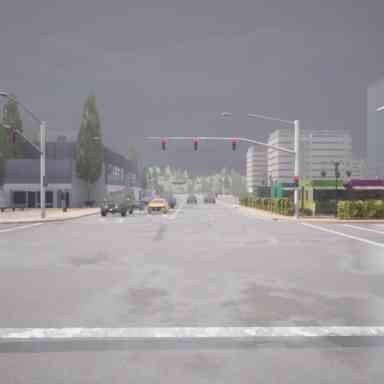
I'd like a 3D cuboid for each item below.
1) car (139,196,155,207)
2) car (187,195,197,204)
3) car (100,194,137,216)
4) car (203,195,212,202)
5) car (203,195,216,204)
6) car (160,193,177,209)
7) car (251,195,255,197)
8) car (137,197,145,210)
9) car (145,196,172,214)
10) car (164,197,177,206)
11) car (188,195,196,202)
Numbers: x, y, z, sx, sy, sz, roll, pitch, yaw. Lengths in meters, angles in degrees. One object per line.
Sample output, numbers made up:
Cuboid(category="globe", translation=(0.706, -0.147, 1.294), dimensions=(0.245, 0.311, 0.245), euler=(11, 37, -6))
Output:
Cuboid(category="car", translation=(-7.099, 1.477, 53.346), dimensions=(1.882, 1.535, 5.008), euler=(0, 0, 0))
Cuboid(category="car", translation=(-0.014, 1.491, 63.733), dimensions=(2.128, 1.511, 4.902), euler=(0, 0, 0))
Cuboid(category="car", translation=(-7.126, 1.221, 32.239), dimensions=(2.150, 2.045, 5.566), euler=(0, 0, 1))
Cuboid(category="car", translation=(3.483, 1.397, 74.009), dimensions=(1.812, 1.442, 4.674), euler=(0, 0, 0))
Cuboid(category="car", translation=(3.486, 1.491, 63.734), dimensions=(2.128, 1.511, 4.902), euler=(0, 0, 0))
Cuboid(category="car", translation=(-3.598, 1.221, 46.087), dimensions=(2.150, 2.045, 5.566), euler=(0, 0, 0))
Cuboid(category="car", translation=(17.749, 1.153, 86.905), dimensions=(4.605, 1.855, 1.932), euler=(0, 0, -2))
Cuboid(category="car", translation=(-7.101, 1.564, 41.643), dimensions=(1.994, 1.385, 4.181), euler=(0, 0, 0))
Cuboid(category="car", translation=(-3.599, 1.477, 36.168), dimensions=(1.882, 1.535, 5.008), euler=(0, 0, 0))
Cuboid(category="car", translation=(-3.597, 1.564, 56.027), dimensions=(1.994, 1.385, 4.181), euler=(0, 0, 0))
Cuboid(category="car", translation=(-0.017, 1.372, 74.007), dimensions=(1.837, 1.490, 4.892), euler=(0, 0, 0))
